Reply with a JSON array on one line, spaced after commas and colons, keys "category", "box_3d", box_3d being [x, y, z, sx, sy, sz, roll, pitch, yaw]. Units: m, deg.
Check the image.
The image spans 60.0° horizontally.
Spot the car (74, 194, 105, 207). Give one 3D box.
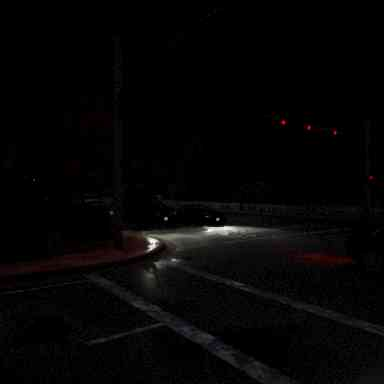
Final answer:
[{"category": "car", "box_3d": [-12.359, 1.225, 39.816, 2.150, 2.045, 5.566, 0, 0, -37]}]

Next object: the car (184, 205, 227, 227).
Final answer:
[{"category": "car", "box_3d": [0.450, 1.567, 22.780, 1.994, 1.385, 4.181, 0, 0, -37]}]

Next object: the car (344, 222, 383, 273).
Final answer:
[{"category": "car", "box_3d": [6.511, 1.508, 8.574, 1.837, 1.490, 4.892, 0, 0, -35]}]

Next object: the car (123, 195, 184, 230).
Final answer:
[{"category": "car", "box_3d": [-3.182, 1.224, 21.785, 2.150, 2.045, 5.566, 0, 0, -37]}]

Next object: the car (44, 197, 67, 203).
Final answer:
[{"category": "car", "box_3d": [-16.065, 1.355, 38.932, 2.097, 1.767, 4.553, 0, 0, -37]}]
